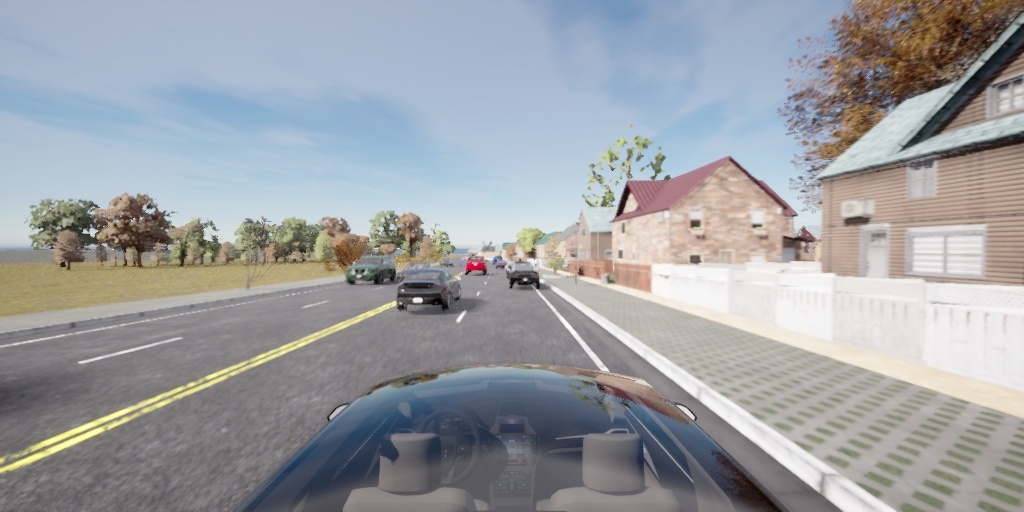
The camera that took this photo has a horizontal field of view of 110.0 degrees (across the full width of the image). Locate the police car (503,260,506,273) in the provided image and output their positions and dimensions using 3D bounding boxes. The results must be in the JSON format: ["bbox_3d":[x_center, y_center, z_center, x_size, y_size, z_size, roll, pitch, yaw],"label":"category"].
[{"bbox_3d":[0.432,1.180,33.662,1.930,1.638,5.238,0,0,-2],"label":"police car"}]

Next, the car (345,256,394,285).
[{"bbox_3d":[-10.180,1.003,26.457,2.150,2.045,5.566,0,0,-2],"label":"car"}]

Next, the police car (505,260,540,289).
[{"bbox_3d":[0.725,1.176,23.600,1.930,1.638,5.238,0,0,-1],"label":"police car"}]

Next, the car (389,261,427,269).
[{"bbox_3d":[-6.921,1.263,26.154,2.128,1.511,4.902,0,0,-1],"label":"car"}]

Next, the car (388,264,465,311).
[{"bbox_3d":[-3.242,1.263,14.603,1.837,1.490,4.892,0,0,-1],"label":"car"}]

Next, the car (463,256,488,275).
[{"bbox_3d":[-3.949,0.992,40.306,2.150,2.045,5.566,0,0,-2],"label":"car"}]

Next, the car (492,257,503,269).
[{"bbox_3d":[-1.646,1.322,57.012,2.033,1.411,5.357,0,0,-4],"label":"car"}]
